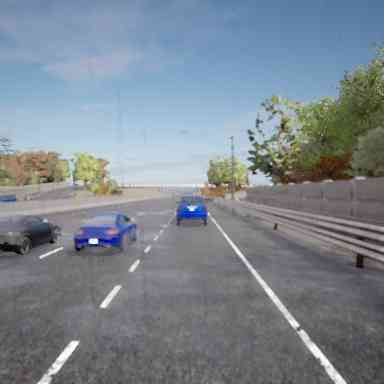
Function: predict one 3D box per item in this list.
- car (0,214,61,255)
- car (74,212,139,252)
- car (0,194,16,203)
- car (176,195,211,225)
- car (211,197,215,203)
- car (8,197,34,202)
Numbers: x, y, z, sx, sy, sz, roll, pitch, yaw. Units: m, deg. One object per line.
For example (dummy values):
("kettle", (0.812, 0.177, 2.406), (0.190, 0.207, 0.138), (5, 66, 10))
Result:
("car", (-6.900, 1.582, 13.322), (1.994, 1.385, 4.181), (0, 0, 0))
("car", (-3.404, 1.545, 13.800), (1.812, 1.442, 4.674), (0, 0, 0))
("car", (-24.572, 1.319, 42.567), (2.150, 2.045, 5.566), (0, 0, 0))
("car", (-0.006, 1.266, 24.891), (2.150, 2.045, 5.566), (0, 0, 0))
("car", (4.733, 2.051, 89.009), (1.837, 1.490, 4.892), (0, -1, 20))
("car", (-21.075, 1.662, 42.481), (1.994, 1.385, 4.181), (0, 0, 0))
